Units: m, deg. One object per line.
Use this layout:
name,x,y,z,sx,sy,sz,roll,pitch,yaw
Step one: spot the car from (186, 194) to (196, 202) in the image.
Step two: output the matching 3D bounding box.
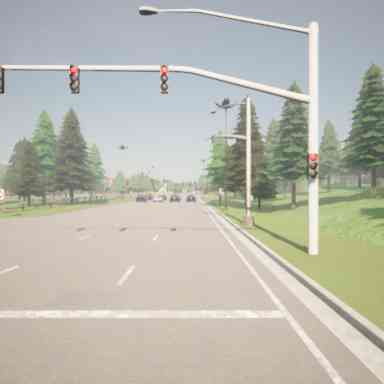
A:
car,-0.141,1.293,70.715,2.097,1.767,4.553,0,0,0

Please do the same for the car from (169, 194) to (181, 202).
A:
car,-3.641,1.294,70.742,2.097,1.767,4.553,0,0,0

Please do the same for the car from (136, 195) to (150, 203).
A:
car,-10.640,1.438,70.341,1.837,1.490,4.892,0,0,0

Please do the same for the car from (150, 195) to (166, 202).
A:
car,-7.141,1.534,70.795,1.895,1.301,4.718,0,0,0

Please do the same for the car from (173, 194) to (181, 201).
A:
car,-3.661,1.295,80.775,1.812,1.442,4.674,0,0,0

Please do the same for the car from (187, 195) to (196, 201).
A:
car,-0.161,1.324,80.782,1.994,1.385,4.181,0,0,0
